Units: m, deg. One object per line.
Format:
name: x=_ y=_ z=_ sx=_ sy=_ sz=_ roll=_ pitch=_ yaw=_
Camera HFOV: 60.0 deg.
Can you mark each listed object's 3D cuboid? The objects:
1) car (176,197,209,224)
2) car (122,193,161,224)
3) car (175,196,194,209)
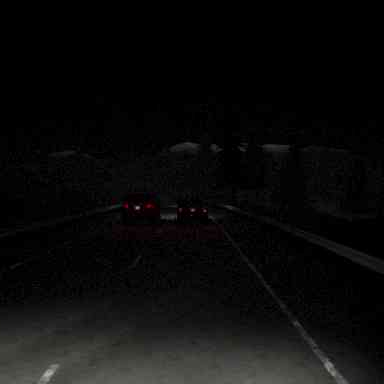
car: x=-0.004 y=1.198 z=23.543 sx=2.097 sy=1.767 sz=4.553 roll=0 pitch=0 yaw=-1
car: x=-3.493 y=1.069 z=23.629 sx=2.150 sy=2.045 sz=5.566 roll=0 pitch=0 yaw=-1
car: x=-0.975 y=1.280 z=41.412 sx=2.033 sy=1.411 sz=5.357 roll=0 pitch=0 yaw=-5
